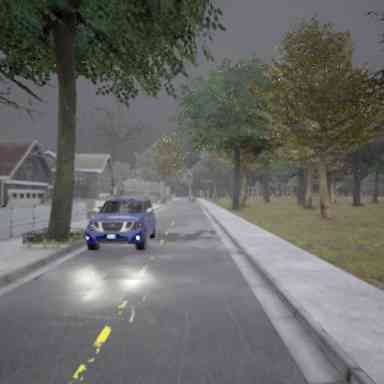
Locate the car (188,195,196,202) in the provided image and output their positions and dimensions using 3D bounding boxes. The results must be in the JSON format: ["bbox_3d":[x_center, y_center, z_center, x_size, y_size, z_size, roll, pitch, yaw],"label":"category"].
[{"bbox_3d":[-0.014,1.759,81.528,2.033,1.411,5.357,0,0,0],"label":"car"}]

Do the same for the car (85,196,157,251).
[{"bbox_3d":[-2.838,1.226,14.511,2.150,2.045,5.566,0,0,0],"label":"car"}]
